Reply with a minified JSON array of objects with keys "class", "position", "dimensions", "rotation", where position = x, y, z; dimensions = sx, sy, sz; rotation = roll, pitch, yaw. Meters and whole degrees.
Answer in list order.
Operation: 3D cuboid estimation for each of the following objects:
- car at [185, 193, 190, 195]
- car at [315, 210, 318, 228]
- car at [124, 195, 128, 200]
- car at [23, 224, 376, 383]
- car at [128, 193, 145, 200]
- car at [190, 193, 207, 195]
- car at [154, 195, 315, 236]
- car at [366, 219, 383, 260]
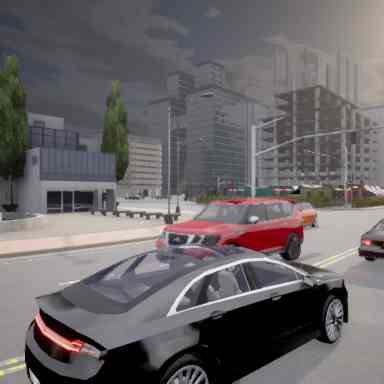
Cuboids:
[{"class":"car","position":[-0.175,1.156,76.525],"dimensions":[1.905,1.878,3.866],"rotation":[0,0,43]},{"class":"car","position":[5.932,1.351,20.319],"dimensions":[2.097,1.767,4.553],"rotation":[0,0,43]},{"class":"car","position":[-16.487,1.153,92.049],"dimensions":[1.932,1.855,4.605],"rotation":[0,0,43]},{"class":"car","position":[0.401,1.492,4.617],"dimensions":[4.902,1.511,2.128],"rotation":[0,0,-41]},{"class":"car","position":[-14.426,1.156,90.016],"dimensions":[1.905,1.878,3.866],"rotation":[0,0,43]},{"class":"car","position":[1.916,1.395,74.523],"dimensions":[1.970,1.475,3.806],"rotation":[0,0,43]},{"class":"car","position":[1.487,1.221,10.435],"dimensions":[2.150,2.045,5.566],"rotation":[0,0,45]},{"class":"car","position":[7.324,1.547,11.326],"dimensions":[2.033,1.411,5.357],"rotation":[0,0,43]}]
